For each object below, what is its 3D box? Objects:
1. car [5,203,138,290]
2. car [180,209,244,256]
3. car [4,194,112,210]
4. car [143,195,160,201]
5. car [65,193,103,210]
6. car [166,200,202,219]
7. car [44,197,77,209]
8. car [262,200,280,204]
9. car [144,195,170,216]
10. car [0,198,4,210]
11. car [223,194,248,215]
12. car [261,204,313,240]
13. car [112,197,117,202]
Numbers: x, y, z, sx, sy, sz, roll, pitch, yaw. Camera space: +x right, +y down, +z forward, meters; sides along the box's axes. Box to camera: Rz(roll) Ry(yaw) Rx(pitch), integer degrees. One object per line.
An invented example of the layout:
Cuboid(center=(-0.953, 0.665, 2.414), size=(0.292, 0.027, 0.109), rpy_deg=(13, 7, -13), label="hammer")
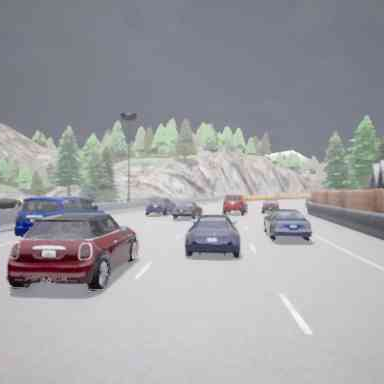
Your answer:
Cuboid(center=(-2.959, 1.353, 9.311), size=(2.097, 1.767, 4.553), rpy_deg=(0, 0, 4), label="car")
Cuboid(center=(0.869, 1.578, 13.181), size=(1.994, 1.385, 4.181), rpy_deg=(0, 0, 5), label="car")
Cuboid(center=(-5.915, 1.220, 15.732), size=(2.150, 2.045, 5.566), rpy_deg=(0, 0, 6), label="car")
Cuboid(center=(-9.384, 1.428, 77.693), size=(1.812, 1.442, 4.674), rpy_deg=(0, 0, 26), label="car")
Cuboid(center=(-14.549, 1.226, 45.178), size=(2.150, 2.045, 5.566), rpy_deg=(0, 0, 16), label="car")
Cuboid(center=(-0.329, 1.571, 29.089), size=(2.033, 1.411, 5.357), rpy_deg=(0, 0, 12), label="car")
Cuboid(center=(-18.004, 1.519, 45.809), size=(1.812, 1.442, 4.674), rpy_deg=(0, 0, 16), label="car")
Cuboid(center=(8.922, 1.581, 37.537), size=(1.812, 1.442, 4.674), rpy_deg=(0, 0, 15), label="car")
Cuboid(center=(-2.960, 1.373, 33.223), size=(2.097, 1.767, 4.553), rpy_deg=(0, 0, 13), label="car")
Cuboid(center=(-23.087, 1.453, 40.198), size=(1.882, 1.535, 5.008), rpy_deg=(0, 0, 14), label="car")
Cuboid(center=(4.594, 1.263, 34.921), size=(2.150, 2.045, 5.566), rpy_deg=(0, 0, 14), label="car")
Cuboid(center=(4.781, 1.574, 17.150), size=(2.033, 1.411, 5.357), rpy_deg=(0, 0, 7), label="car")
Cuboid(center=(-11.531, 1.358, 42.927), size=(2.097, 1.767, 4.553), rpy_deg=(0, 0, 16), label="car")
